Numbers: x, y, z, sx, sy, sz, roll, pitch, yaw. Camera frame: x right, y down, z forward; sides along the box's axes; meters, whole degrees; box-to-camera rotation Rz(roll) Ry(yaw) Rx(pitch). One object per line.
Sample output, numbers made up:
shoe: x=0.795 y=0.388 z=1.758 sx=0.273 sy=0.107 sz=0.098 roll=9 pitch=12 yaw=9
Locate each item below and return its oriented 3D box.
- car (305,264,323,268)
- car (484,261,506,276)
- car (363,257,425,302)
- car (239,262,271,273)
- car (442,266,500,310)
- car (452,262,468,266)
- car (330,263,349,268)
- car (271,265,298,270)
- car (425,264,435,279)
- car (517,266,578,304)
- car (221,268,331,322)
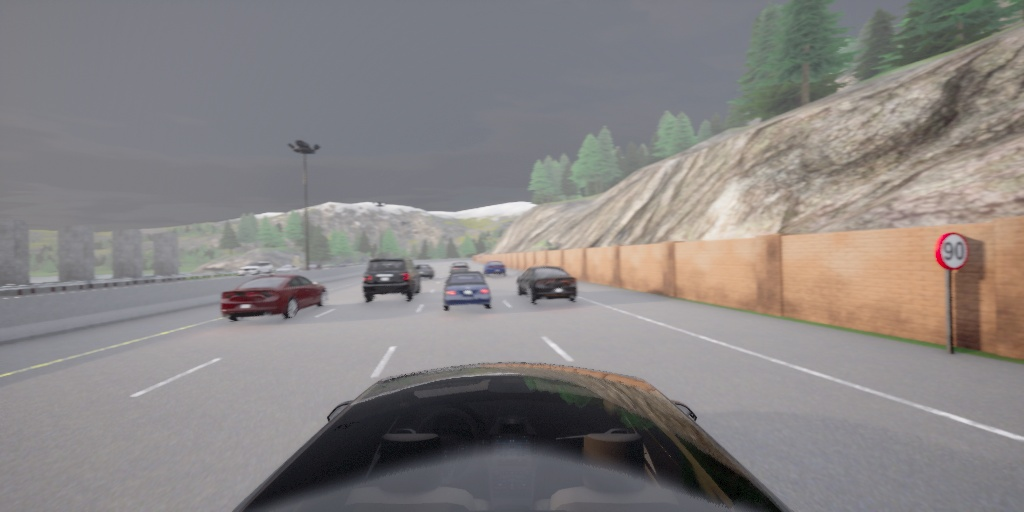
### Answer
car: x=-29.869 y=1.994 z=53.941 sx=1.812 sy=1.442 sz=4.674 roll=-1 pitch=0 yaw=-10
car: x=-1.818 y=1.237 z=36.758 sx=1.882 sy=1.535 sz=5.008 roll=-1 pitch=0 yaw=-9
car: x=-5.979 y=1.109 z=18.346 sx=2.150 sy=2.045 sz=5.566 roll=-1 pitch=0 yaw=-9
car: x=-36.504 y=1.864 z=51.329 sx=2.150 sy=2.045 sz=5.566 roll=-1 pitch=0 yaw=-10
car: x=-1.931 y=1.333 z=15.096 sx=2.033 sy=1.411 sz=5.357 roll=-1 pitch=0 yaw=-9
car: x=-5.019 y=1.336 z=34.680 sx=2.128 sy=1.511 sz=4.902 roll=-1 pitch=0 yaw=-9
car: x=-26.537 y=1.871 z=55.144 sx=2.128 sy=1.511 sz=4.902 roll=-1 pitch=0 yaw=-10
car: x=-33.296 y=2.084 z=53.242 sx=1.812 sy=1.442 sz=4.674 roll=-1 pitch=0 yaw=-10
car: x=-8.586 y=1.501 z=34.802 sx=1.994 sy=1.385 sz=4.181 roll=-1 pitch=0 yaw=-9
car: x=1.426 y=1.175 z=16.270 sx=1.882 sy=1.535 sz=5.008 roll=-1 pitch=0 yaw=-9
car: x=-8.809 y=1.443 z=13.774 sx=1.882 sy=1.535 sz=5.008 roll=-1 pitch=0 yaw=-9
